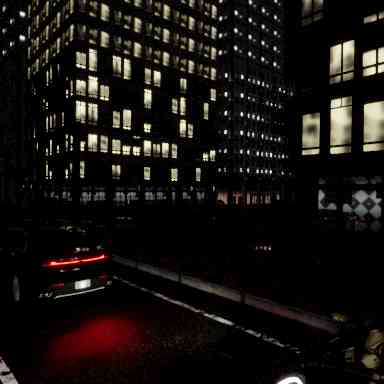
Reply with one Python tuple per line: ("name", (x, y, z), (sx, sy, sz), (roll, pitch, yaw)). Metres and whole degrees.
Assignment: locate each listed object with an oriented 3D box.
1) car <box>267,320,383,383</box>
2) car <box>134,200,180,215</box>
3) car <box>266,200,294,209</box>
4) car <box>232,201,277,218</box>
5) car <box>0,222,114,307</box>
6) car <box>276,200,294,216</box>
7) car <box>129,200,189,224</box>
("car", (2.420, 1.352, 1.331), (2.097, 1.767, 4.553), (0, 0, -41))
("car", (-3.800, 1.648, 36.449), (4.829, 1.417, 1.752), (1, 0, -40))
("car", (13.547, 1.882, 51.124), (4.313, 1.339, 1.947), (1, 0, -40))
("car", (6.180, 1.833, 33.915), (4.829, 1.417, 1.752), (1, 0, -40))
("car", (-3.662, 1.501, 8.124), (1.837, 1.490, 4.892), (0, 0, -41))
("car", (10.356, 1.936, 37.449), (4.206, 1.307, 1.802), (1, 0, -40))
("car", (-2.559, 1.524, 26.520), (5.009, 1.841, 2.192), (1, 0, -40))
